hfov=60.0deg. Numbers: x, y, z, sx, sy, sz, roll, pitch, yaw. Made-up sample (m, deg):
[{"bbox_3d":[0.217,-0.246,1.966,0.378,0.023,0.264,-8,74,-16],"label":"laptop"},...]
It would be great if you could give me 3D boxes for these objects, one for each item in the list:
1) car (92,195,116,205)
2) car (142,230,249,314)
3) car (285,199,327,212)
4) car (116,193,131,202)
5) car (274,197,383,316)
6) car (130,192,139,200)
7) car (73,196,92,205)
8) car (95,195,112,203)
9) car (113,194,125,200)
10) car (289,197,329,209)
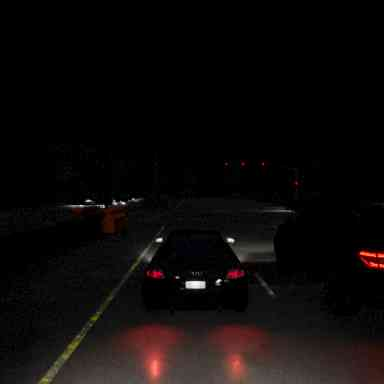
[{"bbox_3d":[-14.337,1.396,54.167,1.994,1.385,4.181,0,0,0],"label":"car"},{"bbox_3d":[0.069,1.563,7.723,1.994,1.385,4.181,0,0,0],"label":"car"},{"bbox_3d":[12.956,1.474,38.029,4.181,1.385,1.994,0,0,0],"label":"car"},{"bbox_3d":[-14.326,1.371,67.814,1.895,1.301,4.718,0,0,0],"label":"car"},{"bbox_3d":[3.591,1.221,7.652,2.150,2.045,5.566,0,0,-2],"label":"car"},{"bbox_3d":[-14.447,0.932,82.255,2.150,2.045,5.566,0,0,0],"label":"car"},{"bbox_3d":[-17.841,1.378,54.539,2.033,1.411,5.357,0,0,0],"label":"car"},{"bbox_3d":[-17.822,1.317,67.035,2.033,1.411,5.357,0,0,0],"label":"car"},{"bbox_3d":[-17.961,1.207,82.352,1.837,1.490,4.892,0,0,0],"label":"car"},{"bbox_3d":[15.171,1.389,43.212,4.892,1.490,1.837,0,2,22],"label":"car"}]
